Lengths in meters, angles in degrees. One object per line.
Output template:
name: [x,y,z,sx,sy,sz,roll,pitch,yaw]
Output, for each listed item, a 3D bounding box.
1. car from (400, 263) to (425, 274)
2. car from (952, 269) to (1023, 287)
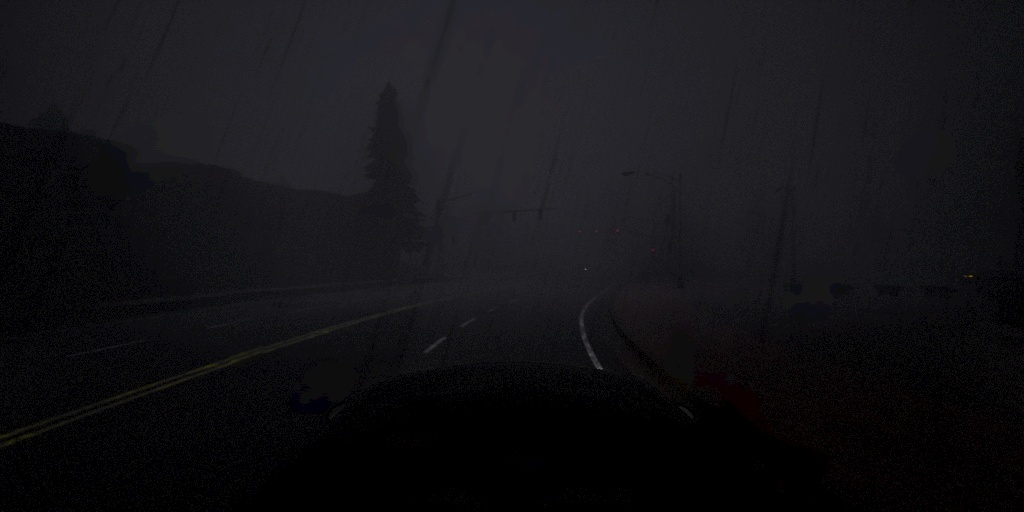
car: [-13.266,1.650,46.103,4.181,1.385,1.994,1,0,21]
car: [36.920,1.721,27.210,4.674,1.442,1.812,2,0,21]
